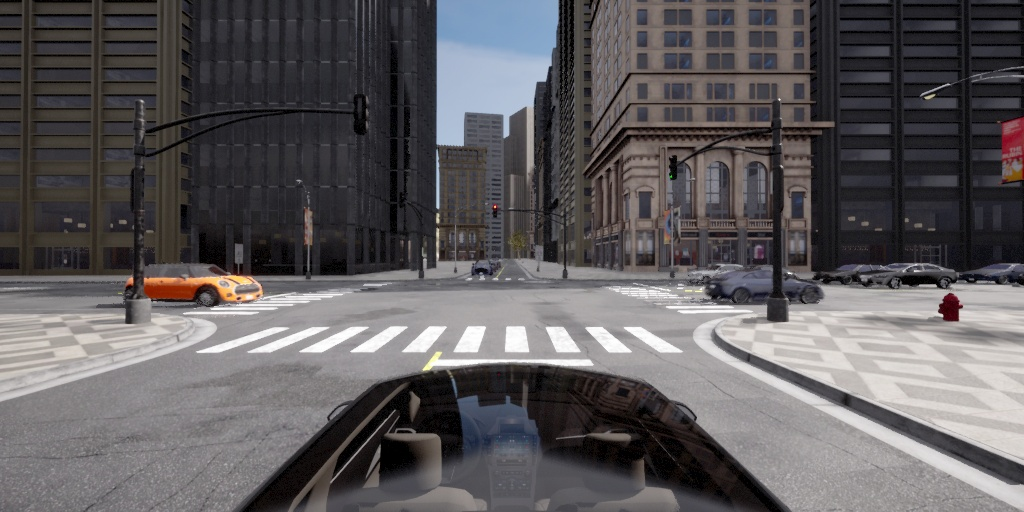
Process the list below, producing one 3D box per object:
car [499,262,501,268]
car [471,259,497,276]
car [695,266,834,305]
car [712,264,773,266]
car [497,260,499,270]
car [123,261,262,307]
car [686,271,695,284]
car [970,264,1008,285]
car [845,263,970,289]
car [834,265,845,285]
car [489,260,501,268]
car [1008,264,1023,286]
[{"bbox_3d":[-3.054,1.401,55.430,1.994,1.385,4.181,0,0,0],"label":"car"},{"bbox_3d":[-3.048,1.146,37.627,2.097,1.767,4.553,0,0,0],"label":"car"},{"bbox_3d":[10.399,1.240,15.020,4.181,1.385,1.994,0,0,0],"label":"car"},{"bbox_3d":[14.702,1.240,21.716,4.674,1.442,1.812,0,0,-1],"label":"car"},{"bbox_3d":[-3.058,1.378,46.399,1.994,1.385,4.181,0,0,0],"label":"car"},{"bbox_3d":[-12.990,1.103,14.790,4.553,1.767,2.097,0,0,3],"label":"car"},{"bbox_3d":[14.637,1.264,24.977,4.674,1.442,1.812,0,0,0],"label":"car"},{"bbox_3d":[34.647,1.237,24.990,5.357,1.411,2.033,0,0,-1],"label":"car"},{"bbox_3d":[23.812,1.183,21.730,4.902,1.511,2.128,0,0,0],"label":"car"},{"bbox_3d":[24.219,1.262,24.982,5.357,1.411,2.033,0,0,0],"label":"car"},{"bbox_3d":[-3.031,1.431,65.397,1.994,1.385,4.181,0,0,0],"label":"car"},{"bbox_3d":[33.684,1.232,21.732,4.181,1.385,1.994,0,0,0],"label":"car"}]
